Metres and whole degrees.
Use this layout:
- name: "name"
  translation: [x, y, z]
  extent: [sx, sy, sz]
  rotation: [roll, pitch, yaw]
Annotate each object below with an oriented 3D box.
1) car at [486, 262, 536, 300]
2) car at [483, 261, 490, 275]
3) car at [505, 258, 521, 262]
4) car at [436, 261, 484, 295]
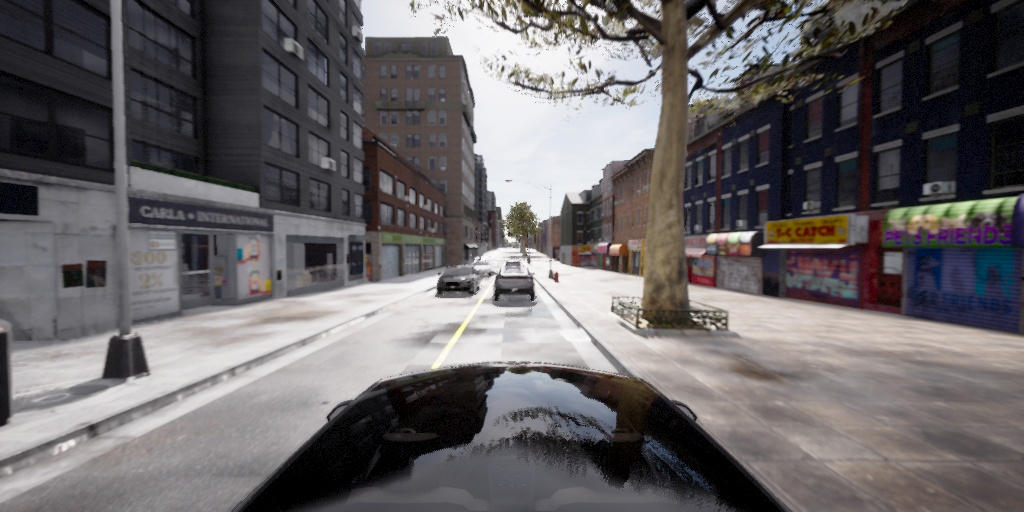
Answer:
- name: "car"
  translation: [0.103, 1.215, 17.387]
  extent: [2.128, 1.511, 4.902]
  rotation: [0, 0, 0]
- name: "car"
  translation: [-2.782, 1.160, 33.767]
  extent: [1.812, 1.442, 4.674]
  rotation: [0, 0, 1]
- name: "car"
  translation: [0.109, 1.041, 44.310]
  extent: [2.128, 1.511, 4.902]
  rotation: [0, 0, 0]
- name: "car"
  translation: [-2.788, 1.223, 19.397]
  extent: [1.837, 1.490, 4.892]
  rotation: [0, 0, 1]
